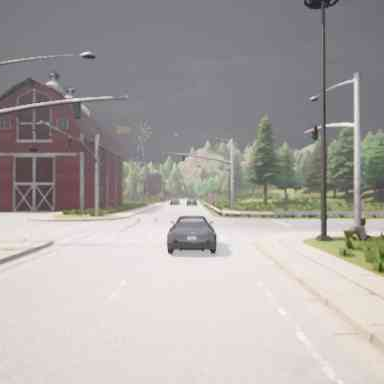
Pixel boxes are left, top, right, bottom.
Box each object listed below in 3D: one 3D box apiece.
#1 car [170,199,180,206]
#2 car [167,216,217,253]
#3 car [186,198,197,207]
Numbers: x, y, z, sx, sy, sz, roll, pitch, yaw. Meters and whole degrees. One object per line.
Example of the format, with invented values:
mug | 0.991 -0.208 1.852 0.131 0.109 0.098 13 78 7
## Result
car | -3.531 2.177 68.972 1.994 1.385 4.181 0 -1 0
car | 0.000 1.696 14.281 1.994 1.385 4.181 0 0 0
car | -0.028 1.955 66.046 2.097 1.767 4.553 0 -1 0
